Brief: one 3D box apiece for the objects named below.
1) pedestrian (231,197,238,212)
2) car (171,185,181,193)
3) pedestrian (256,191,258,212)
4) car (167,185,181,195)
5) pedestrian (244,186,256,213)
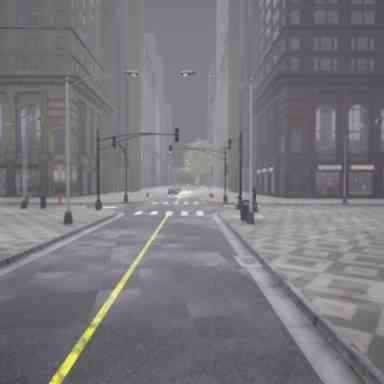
[{"bbox_3d":[3.136,0.856,23.665,0.500,1.100,0.500,0,2,0],"label":"pedestrian"},{"bbox_3d":[-3.583,-0.785,76.931,2.097,1.767,4.553,0,2,0],"label":"car"},{"bbox_3d":[4.345,0.496,23.066,0.375,1.860,0.375,0,2,0],"label":"pedestrian"},{"bbox_3d":[-3.500,-0.170,61.535,2.033,1.411,5.357,0,2,0],"label":"car"},{"bbox_3d":[3.910,0.514,22.462,0.375,1.860,0.375,0,2,0],"label":"pedestrian"}]
